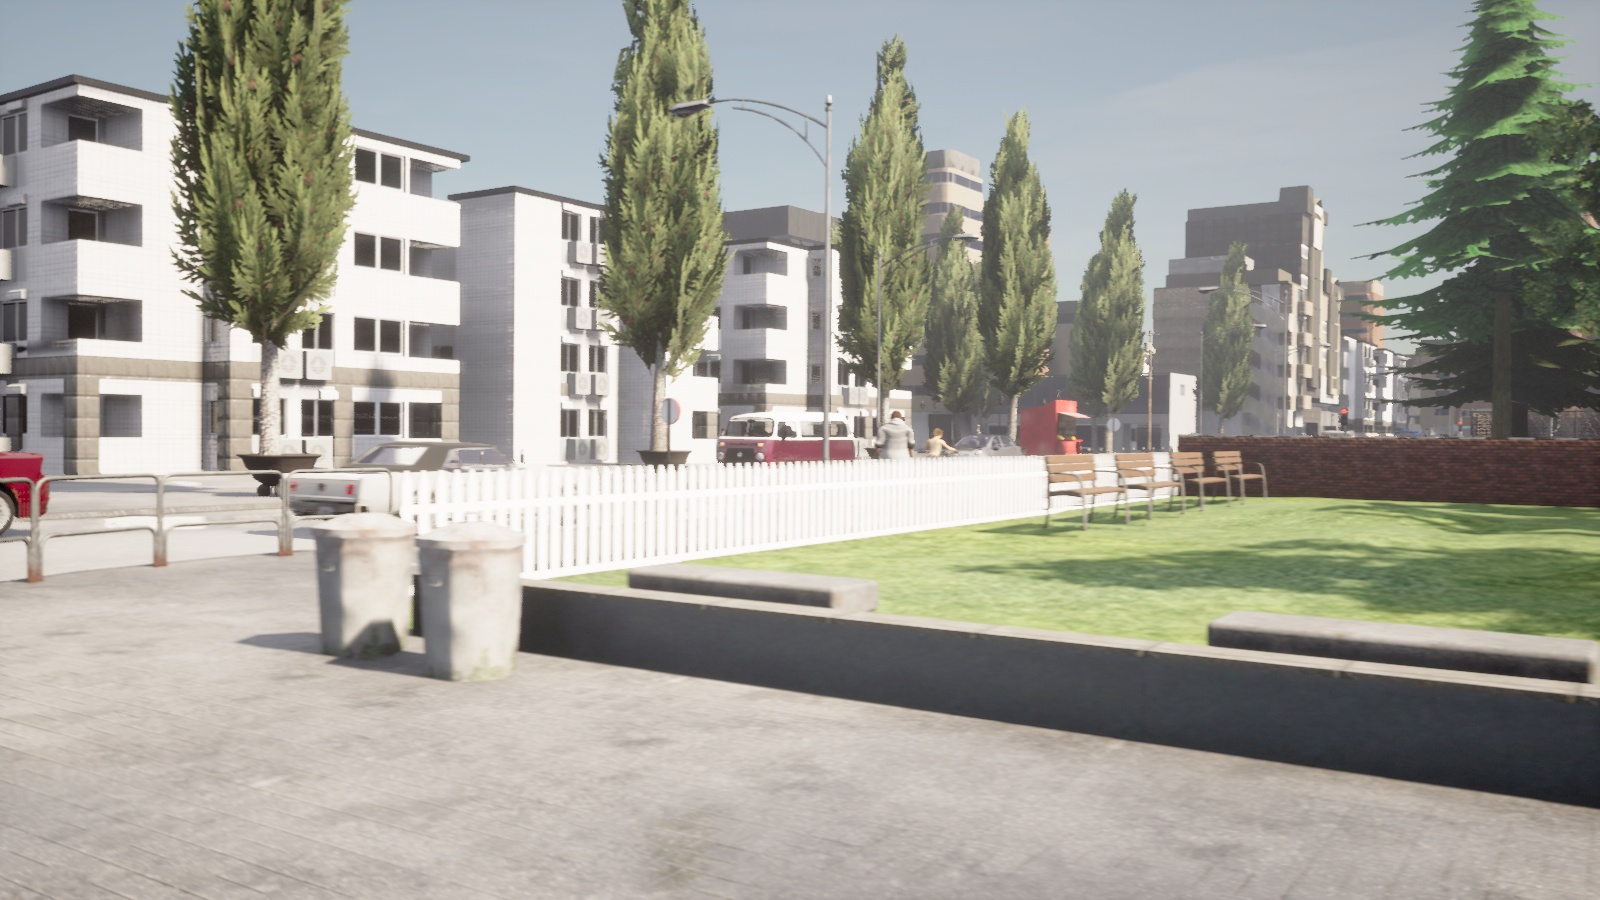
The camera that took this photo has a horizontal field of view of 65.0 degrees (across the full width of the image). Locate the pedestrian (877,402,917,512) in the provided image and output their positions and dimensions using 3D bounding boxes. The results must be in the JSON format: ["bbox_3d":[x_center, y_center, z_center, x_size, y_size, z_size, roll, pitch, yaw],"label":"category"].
[{"bbox_3d":[1.767,0.115,22.736,0.659,1.952,0.873,0,1,8],"label":"pedestrian"}]

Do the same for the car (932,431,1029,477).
[{"bbox_3d":[6.172,0.107,42.693,1.845,1.501,3.633,0,1,34],"label":"car"}]

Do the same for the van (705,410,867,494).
[{"bbox_3d":[-0.278,0.007,33.027,2.069,2.038,4.480,0,1,34],"label":"van"}]

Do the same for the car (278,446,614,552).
[{"bbox_3d":[-5.076,0.623,18.698,1.895,1.301,4.718,0,1,33],"label":"car"}]

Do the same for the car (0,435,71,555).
[{"bbox_3d":[-11.872,0.610,15.190,1.882,1.535,5.008,0,1,28],"label":"car"}]
